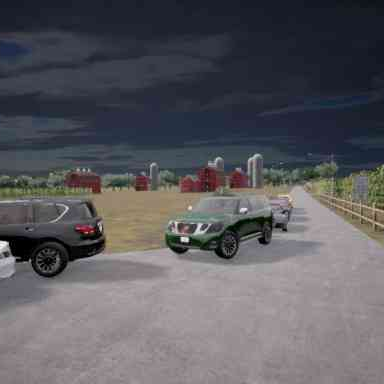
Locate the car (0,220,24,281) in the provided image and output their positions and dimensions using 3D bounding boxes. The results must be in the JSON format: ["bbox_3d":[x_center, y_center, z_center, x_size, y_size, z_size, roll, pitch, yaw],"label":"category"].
[{"bbox_3d":[-6.204,1.611,6.683,4.674,1.442,1.812,-2,2,-37],"label":"car"}]

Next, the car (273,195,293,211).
[{"bbox_3d":[10.049,1.095,36.444,1.882,1.535,5.008,0,1,18],"label":"car"}]

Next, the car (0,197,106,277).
[{"bbox_3d":[-5.351,1.223,9.582,5.566,2.045,2.150,-1,1,-4],"label":"car"}]

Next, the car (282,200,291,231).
[{"bbox_3d":[4.440,1.372,18.969,1.994,1.385,4.181,0,0,17],"label":"car"}]

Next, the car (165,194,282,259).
[{"bbox_3d":[1.316,1.103,12.648,2.150,2.045,5.566,0,0,34],"label":"car"}]

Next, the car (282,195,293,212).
[{"bbox_3d":[6.298,1.225,24.700,1.882,1.535,5.008,0,0,18],"label":"car"}]
